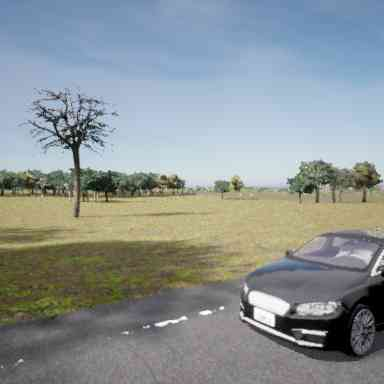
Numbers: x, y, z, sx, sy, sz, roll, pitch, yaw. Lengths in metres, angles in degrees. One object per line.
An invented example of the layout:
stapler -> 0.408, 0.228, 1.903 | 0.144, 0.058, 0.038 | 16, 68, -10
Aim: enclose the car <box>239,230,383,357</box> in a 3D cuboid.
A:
car -> 3.022, 1.498, 6.102 | 4.902, 1.511, 2.128 | 0, 0, -35
